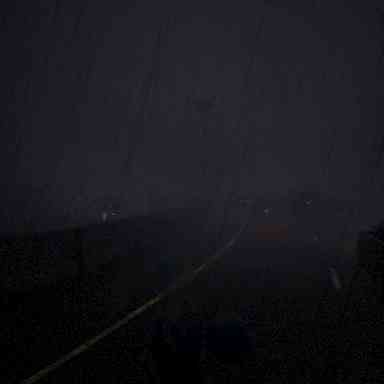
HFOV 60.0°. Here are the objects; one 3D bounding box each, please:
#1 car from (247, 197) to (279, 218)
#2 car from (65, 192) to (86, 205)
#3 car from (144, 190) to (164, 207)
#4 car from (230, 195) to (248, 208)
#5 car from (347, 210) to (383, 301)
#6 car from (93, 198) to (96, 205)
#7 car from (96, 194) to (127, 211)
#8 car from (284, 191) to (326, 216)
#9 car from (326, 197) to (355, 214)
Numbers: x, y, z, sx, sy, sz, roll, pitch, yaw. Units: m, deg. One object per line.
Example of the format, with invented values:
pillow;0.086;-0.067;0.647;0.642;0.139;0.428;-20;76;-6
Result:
car;5.720;1.227;26.550;1.837;1.490;4.892;0;-1;5
car;-15.853;0.838;45.409;2.097;1.767;4.553;0;1;-10
car;-4.852;0.758;42.499;2.150;2.045;5.566;0;1;-7
car;5.980;1.125;40.602;2.033;1.411;5.357;0;1;-4
car;5.071;1.416;7.689;2.128;1.511;4.902;0;1;20
car;-12.354;1.037;45.756;2.033;1.411;5.357;0;1;-10
car;-7.981;1.107;34.582;2.128;1.511;4.902;0;1;0
car;9.491;0.929;28.908;2.150;2.045;5.566;0;1;5
car;12.999;1.191;30.251;2.128;1.511;4.902;0;1;3
